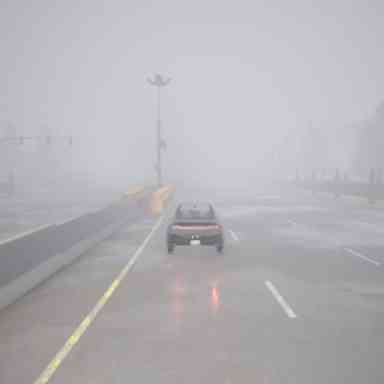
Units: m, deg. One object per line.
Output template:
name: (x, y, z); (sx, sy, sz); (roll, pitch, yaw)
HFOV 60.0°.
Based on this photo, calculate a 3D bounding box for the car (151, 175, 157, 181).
car: (-10.093, -3.925, 92.269); (2.033, 1.411, 5.357); (0, 4, 0)

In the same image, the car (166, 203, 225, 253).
car: (0.101, 1.150, 12.173); (2.128, 1.511, 4.902); (0, 3, 0)

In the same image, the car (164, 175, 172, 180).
car: (-6.593, -3.963, 92.247); (1.837, 1.490, 4.892); (0, 4, 0)
